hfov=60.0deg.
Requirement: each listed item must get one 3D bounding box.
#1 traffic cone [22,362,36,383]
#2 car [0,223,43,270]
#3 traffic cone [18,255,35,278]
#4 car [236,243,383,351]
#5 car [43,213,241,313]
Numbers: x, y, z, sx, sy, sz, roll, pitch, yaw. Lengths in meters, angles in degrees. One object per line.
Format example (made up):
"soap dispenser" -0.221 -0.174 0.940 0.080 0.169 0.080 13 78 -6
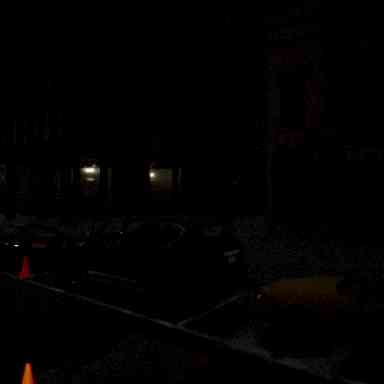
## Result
"traffic cone" -1.627 1.996 3.303 0.340 0.580 0.340 0 -1 37
"car" -5.613 1.708 11.336 4.206 1.307 1.802 0 -1 37
"traffic cone" -4.631 2.060 9.301 0.340 0.580 0.340 0 -1 37
"car" 3.219 1.621 4.722 4.829 1.417 1.752 0 -1 37
"car" -1.129 1.426 7.981 5.009 1.841 2.192 0 -1 37
